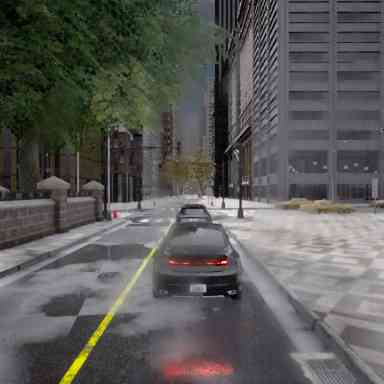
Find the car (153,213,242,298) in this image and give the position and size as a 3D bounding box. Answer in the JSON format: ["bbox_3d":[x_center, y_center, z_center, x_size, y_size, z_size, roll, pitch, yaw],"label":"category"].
[{"bbox_3d":[0.114,1.508,8.471,1.837,1.490,4.892,0,0,0],"label":"car"}]

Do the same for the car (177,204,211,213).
[{"bbox_3d":[0.101,1.441,18.601,2.033,1.649,4.856,0,0,1],"label":"car"}]

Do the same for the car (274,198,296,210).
[{"bbox_3d":[12.111,1.330,39.054,4.829,1.417,1.752,-1,1,0],"label":"car"}]

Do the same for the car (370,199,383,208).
[{"bbox_3d":[23.452,1.146,38.988,4.829,1.417,1.752,-1,1,0],"label":"car"}]

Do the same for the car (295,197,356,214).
[{"bbox_3d":[12.411,1.343,30.527,4.829,1.417,1.752,-1,1,0],"label":"car"}]
